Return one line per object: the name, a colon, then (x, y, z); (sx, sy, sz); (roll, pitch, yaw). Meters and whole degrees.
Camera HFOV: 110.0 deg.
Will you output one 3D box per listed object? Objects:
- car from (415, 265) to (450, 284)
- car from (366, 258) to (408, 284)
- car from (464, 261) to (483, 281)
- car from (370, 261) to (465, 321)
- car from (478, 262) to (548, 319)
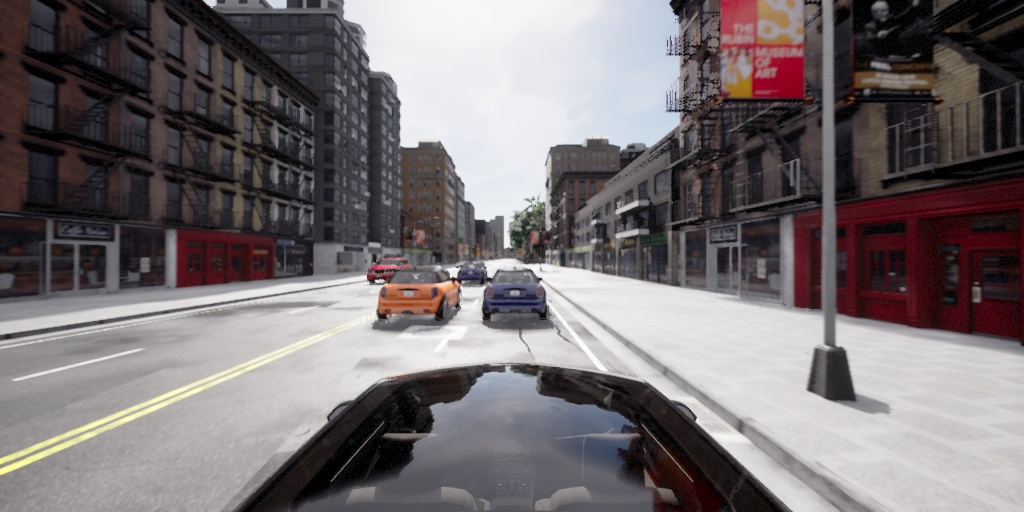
car: (-6.596, 1.510, 30.185); (1.994, 1.385, 4.181); (0, 0, 0)
car: (-9.847, 1.165, 29.250); (2.150, 2.045, 5.566); (0, -1, 0)
car: (-3.153, 1.294, 29.432); (2.097, 1.767, 4.553); (0, 0, 0)
car: (-3.155, 1.190, 13.075); (2.097, 1.767, 4.553); (0, -1, 0)
car: (0.095, 1.194, 13.322); (2.097, 1.767, 4.553); (0, 0, 0)
